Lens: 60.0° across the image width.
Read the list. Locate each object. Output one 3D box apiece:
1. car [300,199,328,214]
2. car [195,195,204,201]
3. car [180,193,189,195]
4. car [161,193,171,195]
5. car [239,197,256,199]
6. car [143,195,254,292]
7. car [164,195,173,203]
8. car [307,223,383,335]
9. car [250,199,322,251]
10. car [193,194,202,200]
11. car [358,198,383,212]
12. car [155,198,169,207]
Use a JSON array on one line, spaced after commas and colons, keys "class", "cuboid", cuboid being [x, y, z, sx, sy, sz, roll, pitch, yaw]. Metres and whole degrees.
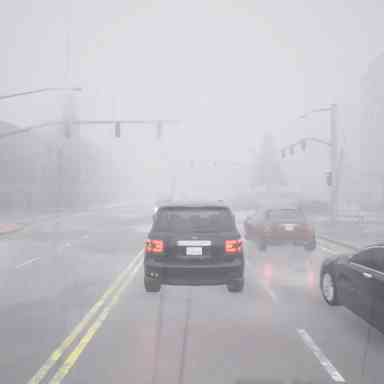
[{"class": "car", "cuboid": [11.340, 1.491, 33.890, 4.902, 1.511, 2.128, 0, 0, -4]}, {"class": "car", "cuboid": [1.679, 1.546, 80.576, 1.994, 1.385, 4.181, 0, 0, -1]}, {"class": "car", "cuboid": [-1.814, 1.496, 80.269, 1.837, 1.490, 4.892, 0, 0, -1]}, {"class": "car", "cuboid": [-4.940, 1.221, 62.915, 2.150, 2.045, 5.566, 0, 0, -1]}, {"class": "car", "cuboid": [5.737, 1.351, 39.339, 4.553, 1.767, 2.097, 0, 0, 23]}, {"class": "car", "cuboid": [0.051, 1.221, 9.035, 2.150, 2.045, 5.566, 0, 0, 0]}, {"class": "car", "cuboid": [-5.143, 1.477, 73.211, 1.882, 1.535, 5.008, 0, 0, -1]}, {"class": "car", "cuboid": [3.606, 1.505, 5.133, 1.837, 1.490, 4.892, 0, 0, 0]}, {"class": "car", "cuboid": [3.531, 1.352, 14.214, 2.097, 1.767, 4.553, 0, 0, 0]}, {"class": "car", "cuboid": [1.436, 1.439, 90.551, 2.128, 1.511, 4.902, 0, 0, -1]}, {"class": "car", "cuboid": [21.527, 1.504, 37.810, 4.892, 1.490, 1.837, 0, 0, -2]}, {"class": "car", "cuboid": [-4.717, 1.601, 52.206, 1.895, 1.301, 4.718, 0, 0, -1]}]
